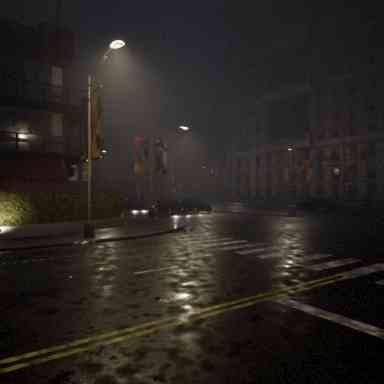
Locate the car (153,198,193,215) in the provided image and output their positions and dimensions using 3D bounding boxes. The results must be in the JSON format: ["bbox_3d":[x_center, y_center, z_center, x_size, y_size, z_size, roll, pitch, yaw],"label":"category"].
[{"bbox_3d":[-2.295,1.505,34.663,1.837,1.490,4.892,0,0,-35],"label":"car"}]

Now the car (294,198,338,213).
[{"bbox_3d":[13.990,1.477,37.896,1.882,1.535,5.008,0,0,-35],"label":"car"}]

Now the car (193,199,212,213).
[{"bbox_3d":[0.228,1.478,37.165,1.882,1.535,5.008,0,0,-35],"label":"car"}]

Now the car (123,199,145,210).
[{"bbox_3d":[-7.570,1.564,42.251,1.994,1.385,4.181,0,0,-35],"label":"car"}]
